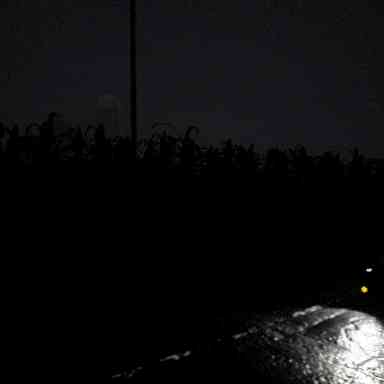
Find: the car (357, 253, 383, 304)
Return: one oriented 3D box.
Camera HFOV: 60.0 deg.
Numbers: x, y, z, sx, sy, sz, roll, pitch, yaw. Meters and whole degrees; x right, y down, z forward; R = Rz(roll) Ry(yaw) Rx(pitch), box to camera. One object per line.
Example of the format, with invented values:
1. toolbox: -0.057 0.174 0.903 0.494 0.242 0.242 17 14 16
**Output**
1. car: 5.268 1.504 6.840 4.181 1.385 1.994 -1 0 -36
